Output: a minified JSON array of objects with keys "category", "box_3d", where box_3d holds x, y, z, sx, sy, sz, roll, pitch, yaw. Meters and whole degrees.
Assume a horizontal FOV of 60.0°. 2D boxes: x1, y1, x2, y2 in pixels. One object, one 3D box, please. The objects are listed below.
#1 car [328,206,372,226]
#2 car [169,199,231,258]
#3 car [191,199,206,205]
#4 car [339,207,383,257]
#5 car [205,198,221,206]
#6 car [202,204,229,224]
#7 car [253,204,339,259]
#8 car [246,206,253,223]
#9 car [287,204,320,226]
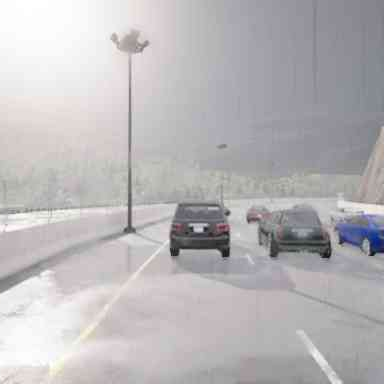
[{"category":"car","box_3d":[12.428,1.861,26.525,1.895,1.301,4.718,0,-1,9]},{"category":"car","box_3d":[0.405,1.346,13.570,2.150,2.045,5.566,0,0,4]},{"category":"car","box_3d":[1.570,2.268,76.332,1.994,1.385,4.181,0,-1,23]},{"category":"car","box_3d":[7.433,1.612,13.537,1.882,1.535,5.008,0,0,5]},{"category":"car","box_3d":[4.727,2.231,74.819,2.128,1.511,4.902,0,-1,23]},{"category":"car","box_3d":[2.101,1.796,28.397,1.812,1.442,4.674,0,0,9]},{"category":"car","box_3d":[3.905,1.480,13.393,2.097,1.767,4.553,0,-1,4]},{"category":"car","box_3d":[5.537,1.831,27.733,1.994,1.385,4.181,0,-1,9]},{"category":"car","box_3d":[9.005,1.772,27.253,1.837,1.490,4.892,0,0,9]}]
